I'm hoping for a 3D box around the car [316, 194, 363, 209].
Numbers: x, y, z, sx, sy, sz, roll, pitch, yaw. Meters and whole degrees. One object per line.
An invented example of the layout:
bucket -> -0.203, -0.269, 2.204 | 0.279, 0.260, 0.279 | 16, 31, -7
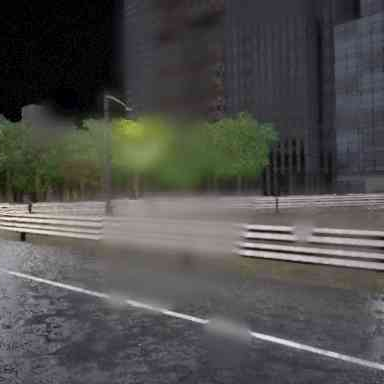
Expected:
car -> 14.838, 0.978, 33.374 | 4.674, 1.442, 1.812 | -2, -1, -6
